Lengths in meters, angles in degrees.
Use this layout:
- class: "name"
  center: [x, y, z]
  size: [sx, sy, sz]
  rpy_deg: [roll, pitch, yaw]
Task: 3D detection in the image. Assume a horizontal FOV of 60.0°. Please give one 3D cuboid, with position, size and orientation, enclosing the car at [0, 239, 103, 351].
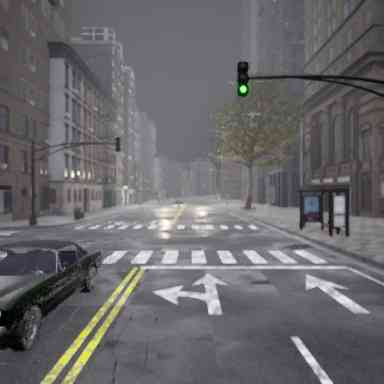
- class: "car"
  center: [-3.246, 1.682, 6.422]
  size: [1.895, 1.301, 4.718]
  rpy_deg: [0, -1, 0]

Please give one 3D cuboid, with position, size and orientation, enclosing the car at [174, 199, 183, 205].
- class: "car"
  center: [-3.214, 2.362, 79.895]
  size: [1.895, 1.301, 4.718]
  rpy_deg: [0, 0, 0]
